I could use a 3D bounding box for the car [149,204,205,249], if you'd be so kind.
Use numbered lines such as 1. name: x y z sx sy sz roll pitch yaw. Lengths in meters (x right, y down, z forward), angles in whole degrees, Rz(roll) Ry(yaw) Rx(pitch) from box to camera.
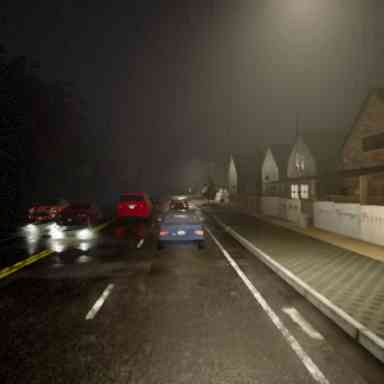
1. car: -0.467 1.457 14.133 2.033 1.411 5.357 -1 0 -2

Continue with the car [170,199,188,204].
1. car: -1.300 1.387 33.661 1.895 1.301 4.718 -1 0 -2

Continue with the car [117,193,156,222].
1. car: -4.178 1.098 25.030 2.150 2.045 5.566 -1 0 -2

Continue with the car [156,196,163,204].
1. car: -5.148 1.274 47.758 2.033 1.411 5.357 -1 0 -2

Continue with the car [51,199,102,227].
1. car: -7.521 1.408 22.660 1.882 1.535 5.008 -1 0 -2

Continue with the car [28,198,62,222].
1. car: -10.913 1.299 25.983 2.097 1.767 4.553 -1 0 -2
